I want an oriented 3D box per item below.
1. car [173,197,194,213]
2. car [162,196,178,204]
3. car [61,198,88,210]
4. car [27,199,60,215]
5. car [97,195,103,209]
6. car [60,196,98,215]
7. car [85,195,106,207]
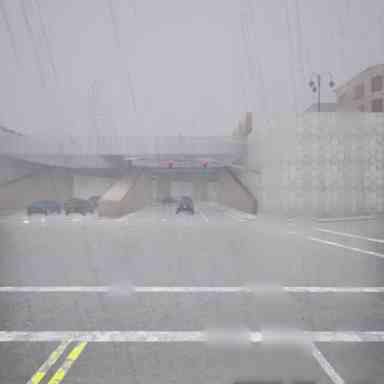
[{"bbox_3d":[-0.752,1.547,36.318,2.033,1.411,5.357,0,0,-1],"label":"car"},{"bbox_3d":[-4.525,1.547,64.337,2.033,1.411,5.357,0,0,5],"label":"car"},{"bbox_3d":[-15.065,1.505,42.976,1.837,1.490,4.892,0,0,-1],"label":"car"},{"bbox_3d":[-14.825,1.478,33.630,1.882,1.535,5.008,0,0,-1],"label":"car"},{"bbox_3d":[-11.560,1.352,42.876,2.097,1.767,4.553,0,0,-1],"label":"car"},{"bbox_3d":[-11.327,1.505,33.746,1.837,1.490,4.892,0,0,-1],"label":"car"},{"bbox_3d":[-15.284,1.352,53.042,2.097,1.767,4.553,0,0,-1],"label":"car"}]
